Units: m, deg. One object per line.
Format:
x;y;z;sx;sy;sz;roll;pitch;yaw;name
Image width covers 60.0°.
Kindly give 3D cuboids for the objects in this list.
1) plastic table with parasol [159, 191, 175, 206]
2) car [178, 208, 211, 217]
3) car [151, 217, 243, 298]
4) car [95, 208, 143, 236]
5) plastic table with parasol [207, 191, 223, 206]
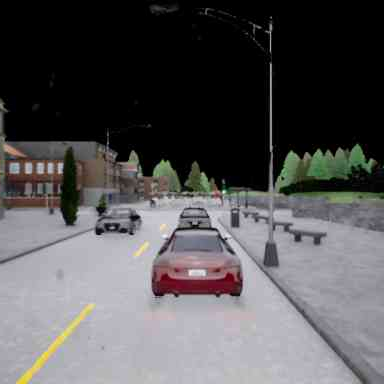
-4.111;1.102;55.924;2.482;2.480;2.482;0;0;0;plastic table with parasol
0.145;1.609;19.248;2.033;1.411;5.357;0;0;0;car
0.119;1.592;8.657;1.994;1.385;4.181;0;0;0;car
-4.013;1.624;18.722;1.994;1.385;4.181;0;0;1;car
3.708;1.099;55.157;2.482;2.480;2.482;0;0;0;plastic table with parasol
